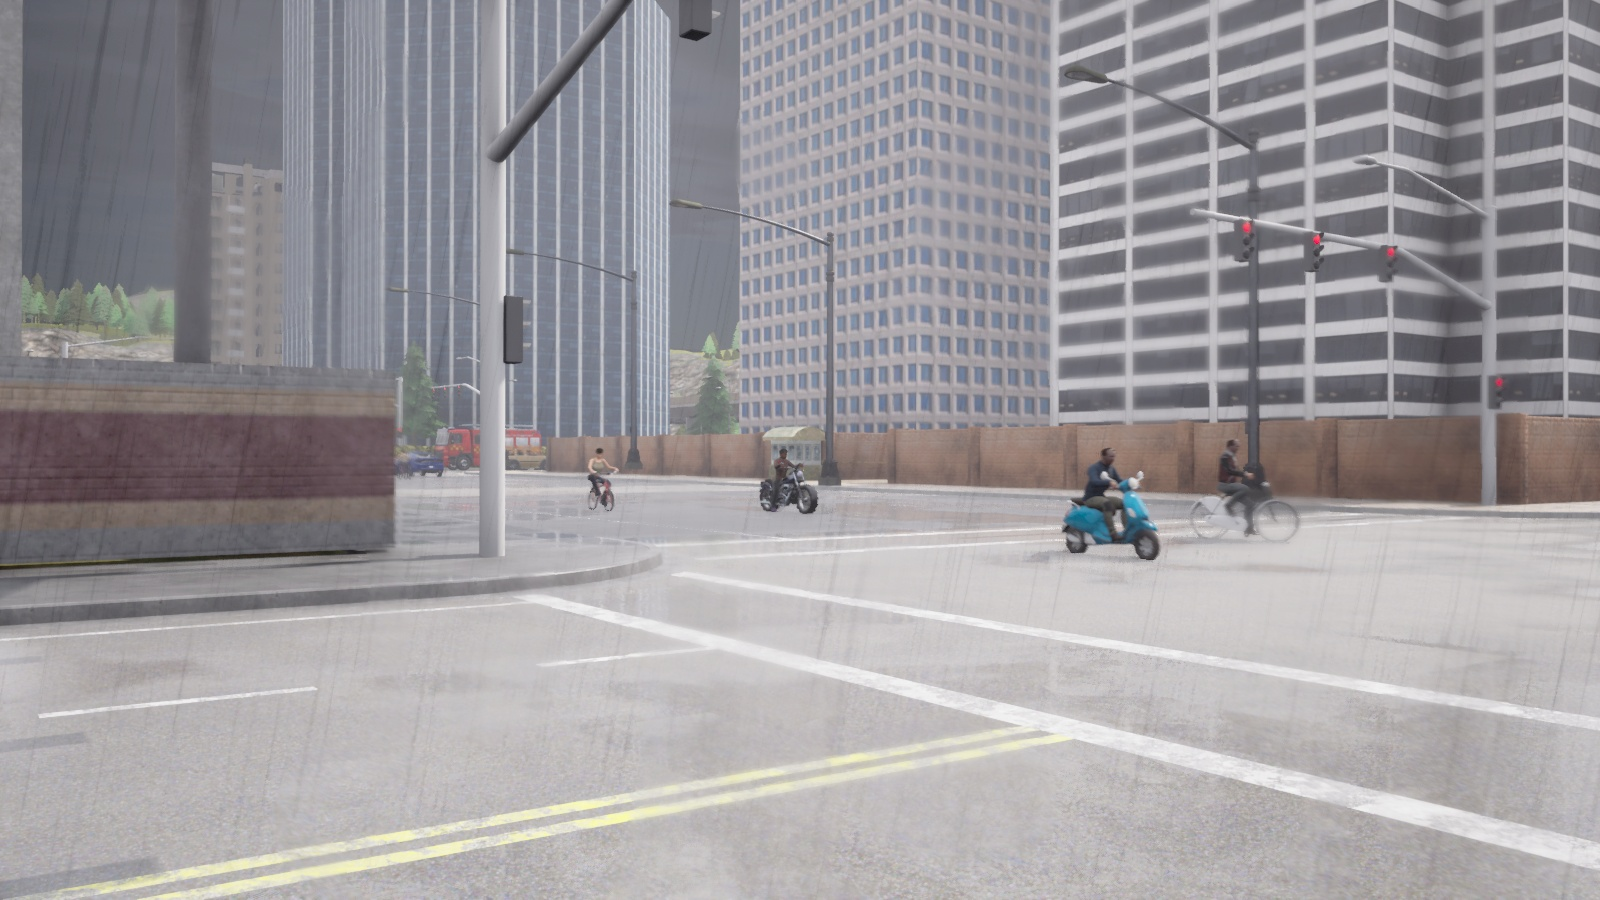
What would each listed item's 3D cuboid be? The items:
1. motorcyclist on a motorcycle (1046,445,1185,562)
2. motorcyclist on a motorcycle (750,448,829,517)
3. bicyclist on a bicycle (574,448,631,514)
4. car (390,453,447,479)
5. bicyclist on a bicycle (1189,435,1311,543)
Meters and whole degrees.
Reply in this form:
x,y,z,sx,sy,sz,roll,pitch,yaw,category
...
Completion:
x,y,z,sx,sy,sz,roll,pitch,yaw,category
4.504,0.733,18.032,0.866,1.590,1.817,0,0,-35,motorcyclist on a motorcycle
-0.287,0.771,31.166,0.766,1.649,2.350,0,0,-35,motorcyclist on a motorcycle
-5.015,0.770,31.870,0.866,1.612,1.509,0,0,-34,bicyclist on a bicycle
-23.467,0.961,77.173,1.882,1.535,5.008,0,0,-35,car
7.646,0.651,21.386,1.843,1.776,0.659,-1,-1,37,bicyclist on a bicycle
